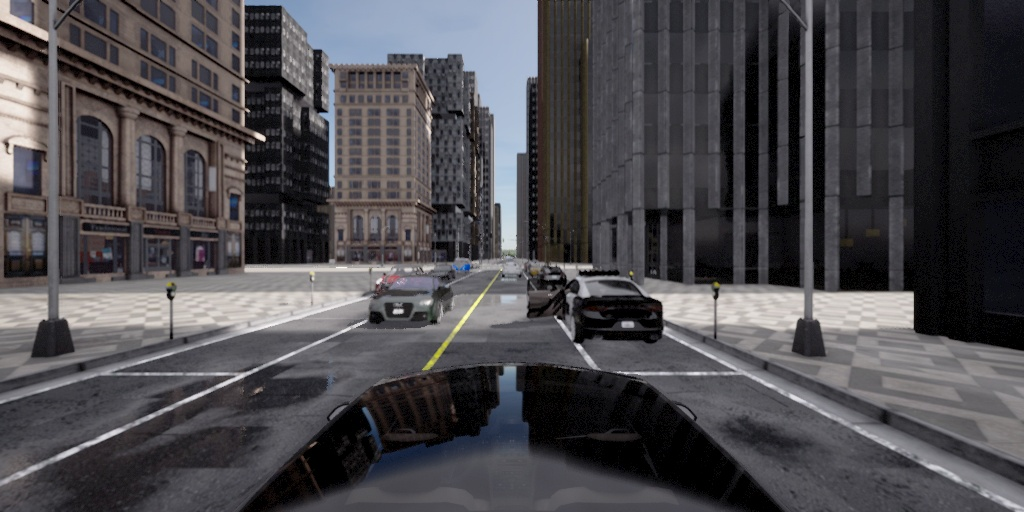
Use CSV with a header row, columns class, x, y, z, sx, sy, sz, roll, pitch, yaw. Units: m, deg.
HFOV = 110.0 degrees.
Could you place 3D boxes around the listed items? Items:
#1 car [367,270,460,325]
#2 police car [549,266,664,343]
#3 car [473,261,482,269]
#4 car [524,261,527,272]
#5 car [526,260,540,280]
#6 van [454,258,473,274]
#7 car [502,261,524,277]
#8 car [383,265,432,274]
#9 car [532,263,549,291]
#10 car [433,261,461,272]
class,x,y,z,sx,sy,sz,roll,pitch,yaw
car,-3.126,1.339,11.852,1.994,1.385,4.181,0,0,0
police car,2.345,1.195,9.862,1.930,1.638,5.238,0,0,0
car,-5.912,1.412,58.759,2.007,1.370,4.403,0,0,0
car,2.658,1.386,41.859,2.007,1.370,4.403,0,0,0
car,2.672,1.351,36.388,1.751,1.417,4.829,0,0,0
van,-5.868,1.176,41.836,1.690,1.789,3.998,0,0,0
car,-0.032,1.351,36.374,1.812,1.442,4.674,0,0,0
car,-5.809,1.232,19.271,1.967,1.591,4.097,0,0,0
car,2.702,1.369,24.937,1.948,1.339,4.313,0,0,0
car,-5.838,1.381,30.554,1.948,1.339,4.313,0,0,0
